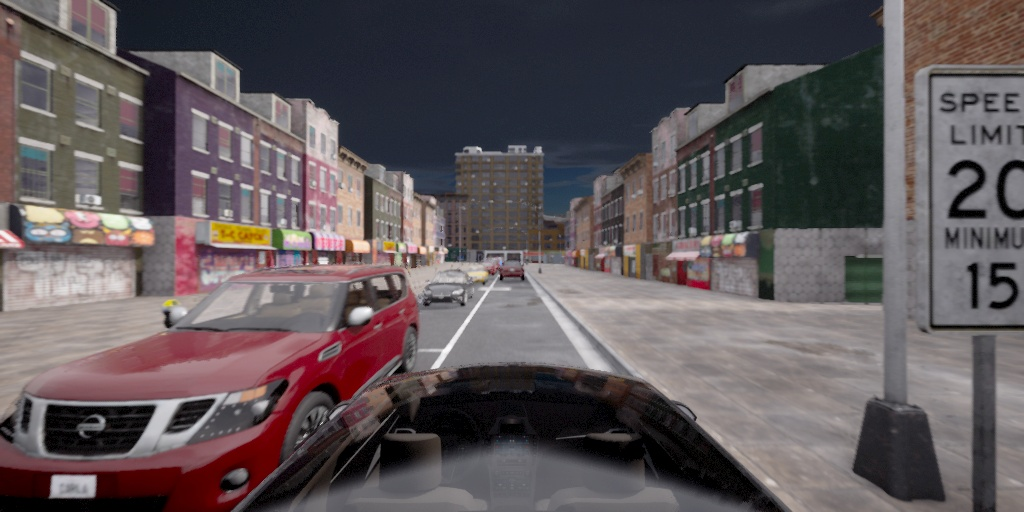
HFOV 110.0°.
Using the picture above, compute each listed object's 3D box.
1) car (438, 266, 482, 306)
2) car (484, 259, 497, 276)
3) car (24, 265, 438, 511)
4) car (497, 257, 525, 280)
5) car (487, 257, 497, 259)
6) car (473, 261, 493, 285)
[{"bbox_3d":[-2.634,1.301,15.558,2.007,1.370,4.403,0,0,0],"label":"car"},{"bbox_3d":[-2.627,1.310,37.334,1.888,1.381,4.507,0,0,0],"label":"car"},{"bbox_3d":[-2.637,1.065,4.670,2.192,1.841,5.009,0,0,0],"label":"car"},{"bbox_3d":[0.021,1.114,30.908,2.097,1.767,4.553,0,0,0],"label":"car"},{"bbox_3d":[-2.626,1.208,42.778,1.967,1.591,4.097,0,0,0],"label":"car"},{"bbox_3d":[-2.631,1.282,26.275,1.751,1.417,4.829,0,0,0],"label":"car"}]
